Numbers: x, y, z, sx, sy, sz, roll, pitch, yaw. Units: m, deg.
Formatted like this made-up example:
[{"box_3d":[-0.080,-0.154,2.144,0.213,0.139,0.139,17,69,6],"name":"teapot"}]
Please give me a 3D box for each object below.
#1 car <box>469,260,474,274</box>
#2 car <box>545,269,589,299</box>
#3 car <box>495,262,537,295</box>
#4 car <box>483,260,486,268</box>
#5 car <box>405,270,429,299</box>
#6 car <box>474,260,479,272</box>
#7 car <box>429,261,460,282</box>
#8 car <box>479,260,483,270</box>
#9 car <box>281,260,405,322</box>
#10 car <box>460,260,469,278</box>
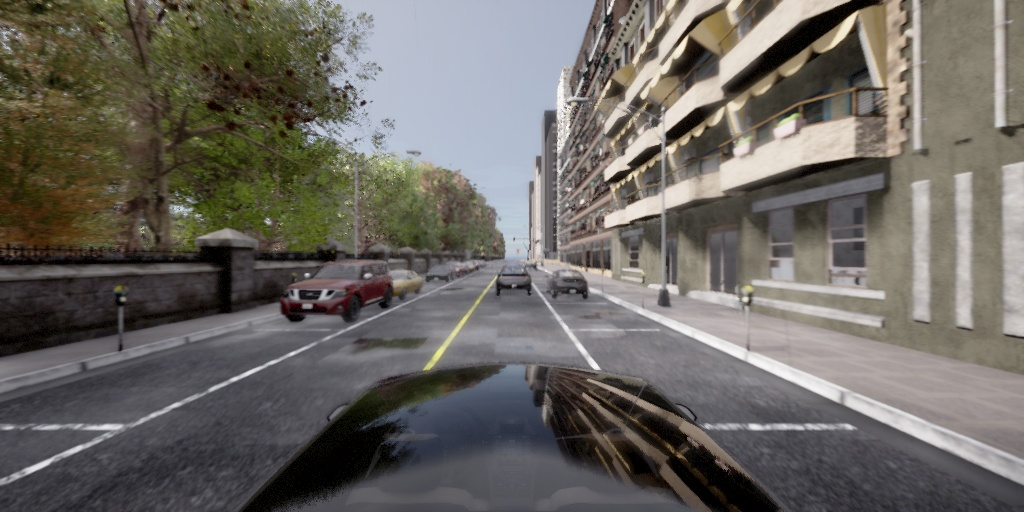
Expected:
[{"box_3d":[-5.687,1.382,40.174,1.802,1.307,4.207,0,0,0],"name":"car"},{"box_3d":[2.691,1.319,18.020,2.007,1.370,4.403,0,0,0],"name":"car"},{"box_3d":[0.103,1.263,19.999,2.128,1.511,4.902,0,0,0],"name":"car"},{"box_3d":[-5.762,1.389,62.327,2.007,1.370,4.403,0,0,0],"name":"car"},{"box_3d":[-5.689,1.294,17.849,1.751,1.417,4.829,0,0,0],"name":"car"},{"box_3d":[-5.686,1.335,45.542,1.751,1.417,4.829,0,0,0],"name":"car"},{"box_3d":[-5.688,1.349,29.096,1.948,1.339,4.313,0,0,0],"name":"car"},{"box_3d":[-5.686,1.258,51.251,1.967,1.591,4.097,0,0,0],"name":"car"},{"box_3d":[-5.690,1.077,12.480,2.192,1.841,5.009,0,0,0],"name":"car"},{"box_3d":[-5.687,1.231,34.635,1.967,1.591,4.097,0,0,0],"name":"car"}]
